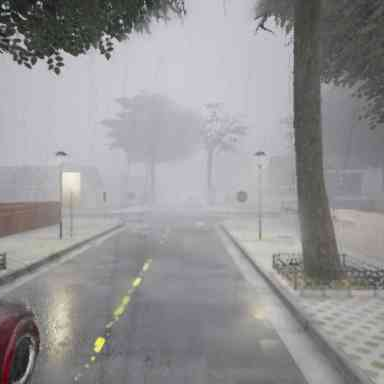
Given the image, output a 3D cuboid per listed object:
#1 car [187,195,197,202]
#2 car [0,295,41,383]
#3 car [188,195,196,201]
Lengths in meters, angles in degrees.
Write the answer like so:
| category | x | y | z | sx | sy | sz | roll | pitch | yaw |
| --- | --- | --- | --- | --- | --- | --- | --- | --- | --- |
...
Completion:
| category | x | y | z | sx | sy | sz | roll | pitch | yaw |
| --- | --- | --- | --- | --- | --- | --- | --- | --- | --- |
| car | -0.020 | 1.557 | 74.518 | 1.812 | 1.442 | 4.674 | 0 | 0 | 0 |
| car | -2.847 | 1.565 | 2.388 | 1.994 | 1.385 | 4.181 | 0 | 0 | 0 |
| car | -0.023 | 1.489 | 84.551 | 1.895 | 1.301 | 4.718 | 0 | 0 | 0 |
